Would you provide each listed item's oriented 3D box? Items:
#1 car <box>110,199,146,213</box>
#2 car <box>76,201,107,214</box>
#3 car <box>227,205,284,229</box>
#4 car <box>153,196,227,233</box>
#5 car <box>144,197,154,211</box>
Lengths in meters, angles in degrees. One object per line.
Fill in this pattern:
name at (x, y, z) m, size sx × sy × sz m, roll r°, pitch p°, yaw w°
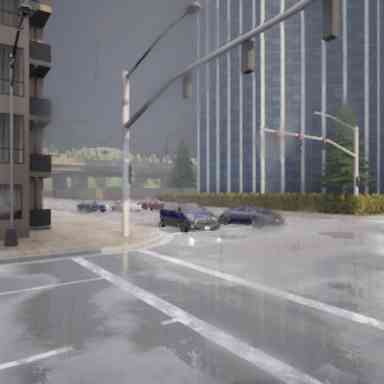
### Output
car at (-7.315, 1.573, 36.605) m, size 1.895 × 1.301 × 4.718 m, roll 0°, pitch 0°, yaw -35°
car at (-10.712, 1.579, 35.357) m, size 1.895 × 1.301 × 4.718 m, roll 0°, pitch 0°, yaw -35°
car at (3.802, 1.536, 21.528) m, size 1.994 × 1.385 × 4.181 m, roll 0°, pitch 0°, yaw -43°
car at (-0.272, 1.331, 19.687) m, size 2.097 × 1.767 × 4.553 m, roll 0°, pitch 0°, yaw -29°
car at (-4.920, 1.317, 39.601) m, size 2.097 × 1.767 × 4.553 m, roll 0°, pitch 0°, yaw -35°
